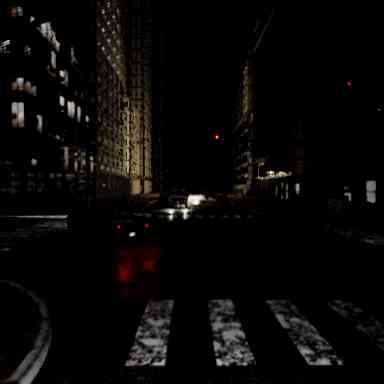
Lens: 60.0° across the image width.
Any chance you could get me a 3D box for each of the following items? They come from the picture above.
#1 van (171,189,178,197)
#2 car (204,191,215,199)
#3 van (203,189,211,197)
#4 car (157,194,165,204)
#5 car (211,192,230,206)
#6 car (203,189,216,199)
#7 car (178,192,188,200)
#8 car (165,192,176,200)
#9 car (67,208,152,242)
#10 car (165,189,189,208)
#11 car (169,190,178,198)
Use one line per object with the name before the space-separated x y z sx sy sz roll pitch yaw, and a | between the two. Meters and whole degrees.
van | -4.253 0.255 81.314 1.690 1.788 3.998 0 1 0
car | 3.686 0.510 70.303 1.967 1.590 4.097 0 1 0
van | 3.627 0.255 81.355 1.690 1.788 3.998 0 1 0
car | -4.077 0.960 48.155 1.802 1.307 4.206 0 1 0
car | 3.882 1.019 42.670 1.947 1.339 4.313 0 1 0
car | 3.716 0.464 64.773 2.192 1.841 5.009 0 1 0
car | -1.599 0.735 60.391 1.812 1.442 4.674 0 1 0
car | -4.165 0.715 64.736 1.947 1.339 4.313 0 1 0
car | -3.920 1.362 15.050 1.895 1.301 4.718 1 0 -42
car | -1.554 0.732 38.382 2.150 2.045 5.566 0 1 0
car | -4.223 0.432 75.788 1.967 1.590 4.097 0 1 0
